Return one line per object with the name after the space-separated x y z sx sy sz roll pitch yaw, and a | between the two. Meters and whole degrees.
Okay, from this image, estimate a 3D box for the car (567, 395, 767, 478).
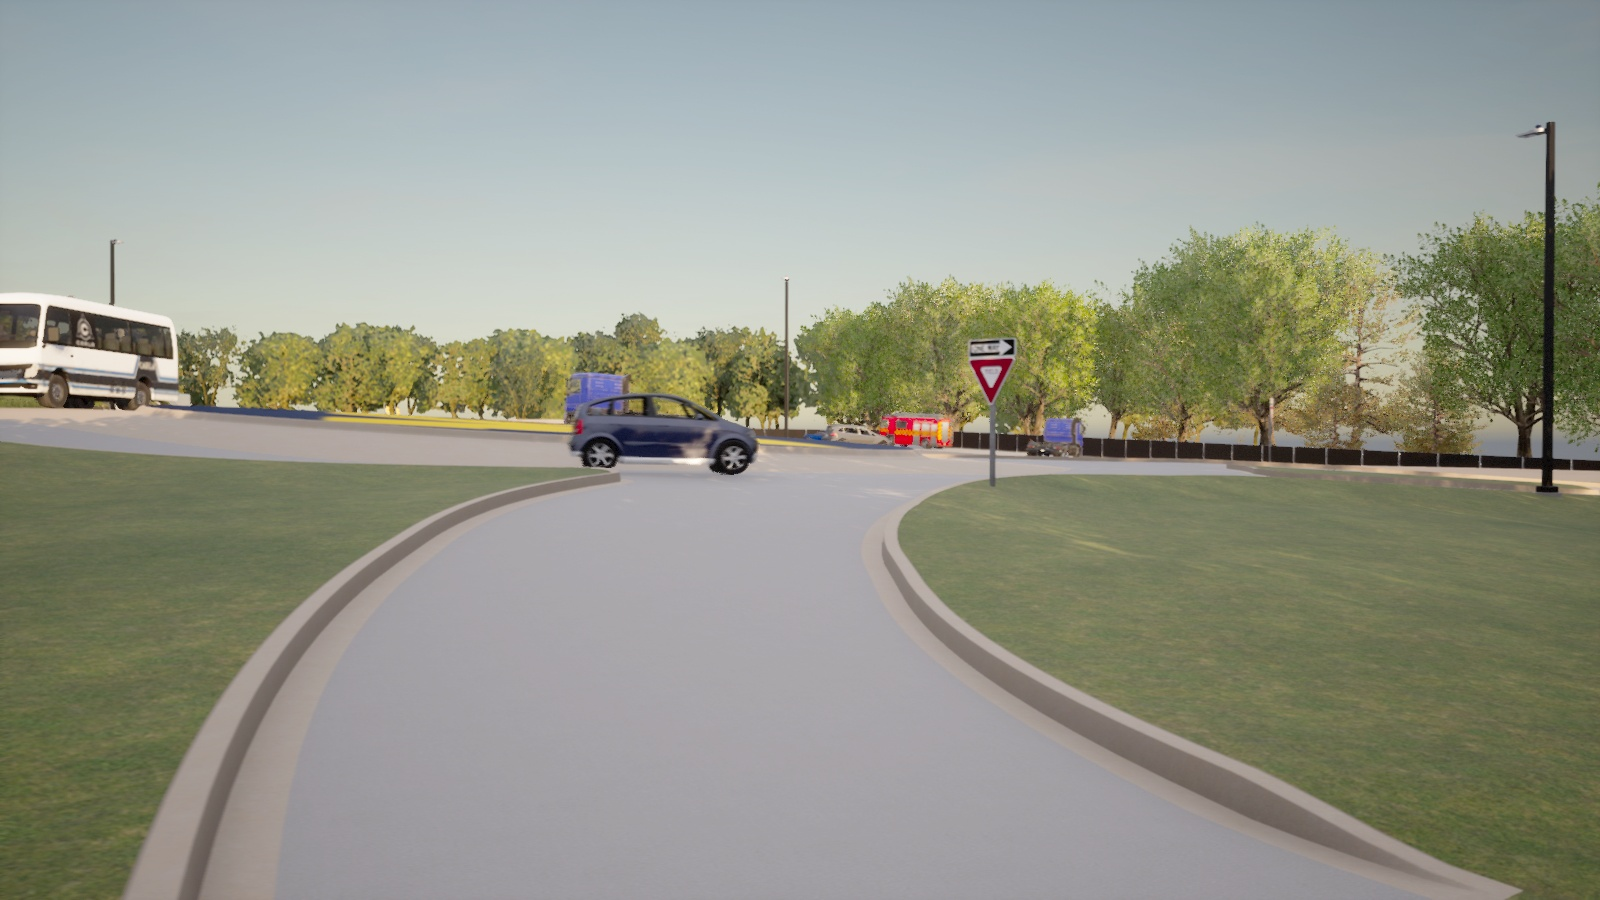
-2.633 -0.254 24.531 3.705 1.549 1.789 0 0 -12 | car

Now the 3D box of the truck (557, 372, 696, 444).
-9.212 -2.175 65.940 2.891 3.462 7.936 3 0 -45 | truck

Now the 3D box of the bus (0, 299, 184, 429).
-28.283 -3.033 48.261 3.944 4.253 10.273 -1 0 1 | bus

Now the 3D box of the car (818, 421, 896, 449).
3.774 -0.976 83.729 4.611 1.667 2.242 2 1 -21 | car
